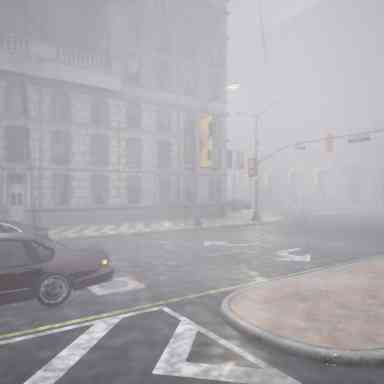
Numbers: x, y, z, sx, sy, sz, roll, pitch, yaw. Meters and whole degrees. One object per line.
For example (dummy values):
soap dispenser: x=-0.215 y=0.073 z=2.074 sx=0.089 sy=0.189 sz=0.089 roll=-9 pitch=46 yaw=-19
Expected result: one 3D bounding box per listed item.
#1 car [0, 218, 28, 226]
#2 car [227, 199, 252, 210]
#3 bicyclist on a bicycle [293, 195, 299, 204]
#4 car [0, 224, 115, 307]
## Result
car: x=-6.476 y=1.492 z=9.263 sx=4.902 sy=1.511 sz=2.128 roll=0 pitch=0 yaw=-37
car: x=5.737 y=1.564 z=43.157 sx=1.994 sy=1.385 sz=4.181 roll=0 pitch=0 yaw=-35
bicyclist on a bicycle: x=17.913 y=1.300 z=57.126 sx=1.656 sy=1.620 sz=0.582 roll=0 pitch=0 yaw=-35
car: x=-4.286 y=1.547 z=6.480 sx=5.357 sy=1.411 sz=2.033 roll=0 pitch=0 yaw=-34
